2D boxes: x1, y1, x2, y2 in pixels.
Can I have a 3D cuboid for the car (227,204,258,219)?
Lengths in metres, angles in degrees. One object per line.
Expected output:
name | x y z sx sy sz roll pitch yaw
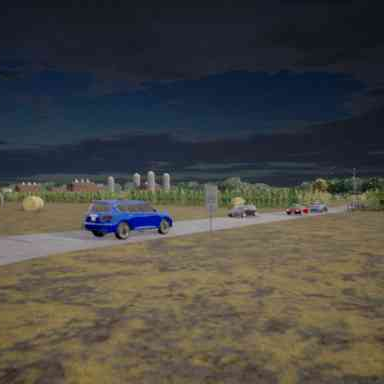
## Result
car | 5.701 2.101 36.922 1.837 1.490 4.892 0 -1 36

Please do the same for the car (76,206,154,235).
car | -4.899 1.765 21.989 1.882 1.535 5.008 0 -1 35

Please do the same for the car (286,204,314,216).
car | 14.014 2.382 43.625 1.895 1.301 4.718 0 -1 36

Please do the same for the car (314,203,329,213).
car | 19.811 2.493 51.857 2.033 1.411 5.357 0 -1 35

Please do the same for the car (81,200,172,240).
car | -3.467 1.495 19.124 2.150 2.045 5.566 0 -1 35
